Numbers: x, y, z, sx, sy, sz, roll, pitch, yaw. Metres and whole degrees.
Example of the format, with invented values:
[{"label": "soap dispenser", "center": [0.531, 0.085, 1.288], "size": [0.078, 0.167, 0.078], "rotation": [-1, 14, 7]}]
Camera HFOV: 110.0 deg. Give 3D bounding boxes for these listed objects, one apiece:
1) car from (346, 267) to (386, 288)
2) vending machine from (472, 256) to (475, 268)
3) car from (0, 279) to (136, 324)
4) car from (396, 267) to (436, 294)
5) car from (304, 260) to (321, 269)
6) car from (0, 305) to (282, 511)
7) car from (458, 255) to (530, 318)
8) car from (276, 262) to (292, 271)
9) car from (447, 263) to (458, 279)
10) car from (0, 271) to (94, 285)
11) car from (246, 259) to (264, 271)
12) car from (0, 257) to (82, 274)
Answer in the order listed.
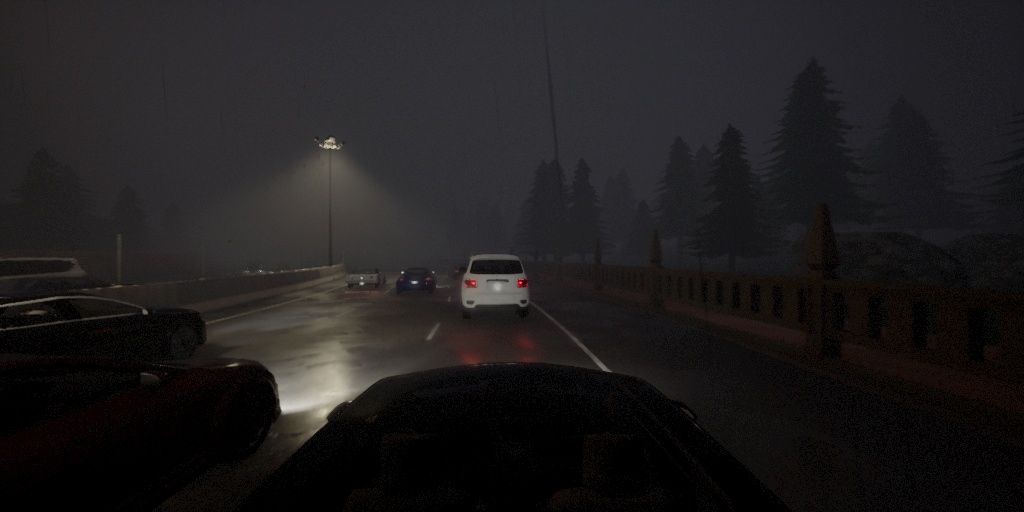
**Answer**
[{"label": "car", "center": [-9.706, 1.395, 24.200], "size": [1.895, 1.301, 4.718], "rotation": [0, 0, -13]}, {"label": "vending machine", "center": [-5.622, 0.983, 55.583], "size": [1.100, 2.100, 0.880], "rotation": [0, 0, -28]}, {"label": "car", "center": [-7.137, 1.270, 5.372], "size": [2.128, 1.511, 4.902], "rotation": [0, 0, -2]}, {"label": "car", "center": [-5.418, 1.340, 20.593], "size": [1.994, 1.385, 4.181], "rotation": [0, 0, -10]}, {"label": "car", "center": [-28.542, 1.366, 51.290], "size": [2.128, 1.511, 4.902], "rotation": [0, 0, -31]}, {"label": "car", "center": [-3.581, 1.328, 2.328], "size": [1.994, 1.385, 4.181], "rotation": [0, 0, -1]}, {"label": "car", "center": [-0.730, 0.978, 13.264], "size": [2.150, 2.045, 5.566], "rotation": [0, 0, -6]}, {"label": "car", "center": [-32.569, 1.492, 51.179], "size": [1.895, 1.301, 4.718], "rotation": [0, 0, -32]}, {"label": "car", "center": [-4.749, 1.325, 32.736], "size": [2.033, 1.411, 5.357], "rotation": [0, 0, -17]}, {"label": "car", "center": [-14.726, 1.357, 11.169], "size": [2.033, 1.411, 5.357], "rotation": [0, 0, -7]}, {"label": "car", "center": [-37.743, 1.264, 52.677], "size": [2.097, 1.767, 4.553], "rotation": [0, 0, -34]}, {"label": "car", "center": [-18.423, 1.047, 12.509], "size": [2.150, 2.045, 5.566], "rotation": [0, 0, -8]}]
